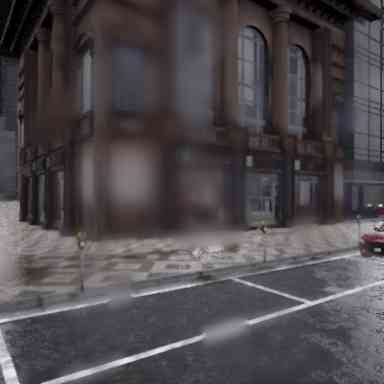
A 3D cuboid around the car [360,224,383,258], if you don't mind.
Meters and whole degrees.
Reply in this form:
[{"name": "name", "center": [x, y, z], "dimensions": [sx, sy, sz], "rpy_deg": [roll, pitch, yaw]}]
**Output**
[{"name": "car", "center": [7.905, 1.676, 12.192], "dimensions": [4.507, 1.381, 1.887], "rpy_deg": [1, -1, -36]}]
